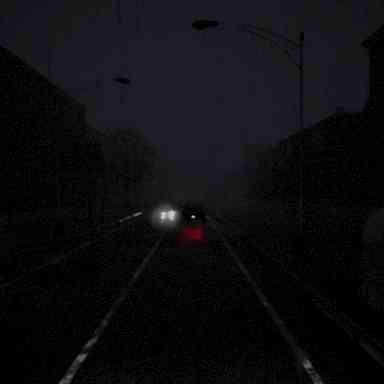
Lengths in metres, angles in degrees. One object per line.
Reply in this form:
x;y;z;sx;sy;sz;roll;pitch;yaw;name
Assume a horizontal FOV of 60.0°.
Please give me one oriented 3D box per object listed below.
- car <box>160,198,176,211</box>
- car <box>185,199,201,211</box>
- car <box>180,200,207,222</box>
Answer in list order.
-3.104;1.601;43.568;2.128;1.511;4.902;0;0;0;car
0.082;1.673;43.033;1.994;1.385;4.181;0;0;0;car
0.089;1.545;26.543;1.837;1.490;4.892;0;0;0;car
